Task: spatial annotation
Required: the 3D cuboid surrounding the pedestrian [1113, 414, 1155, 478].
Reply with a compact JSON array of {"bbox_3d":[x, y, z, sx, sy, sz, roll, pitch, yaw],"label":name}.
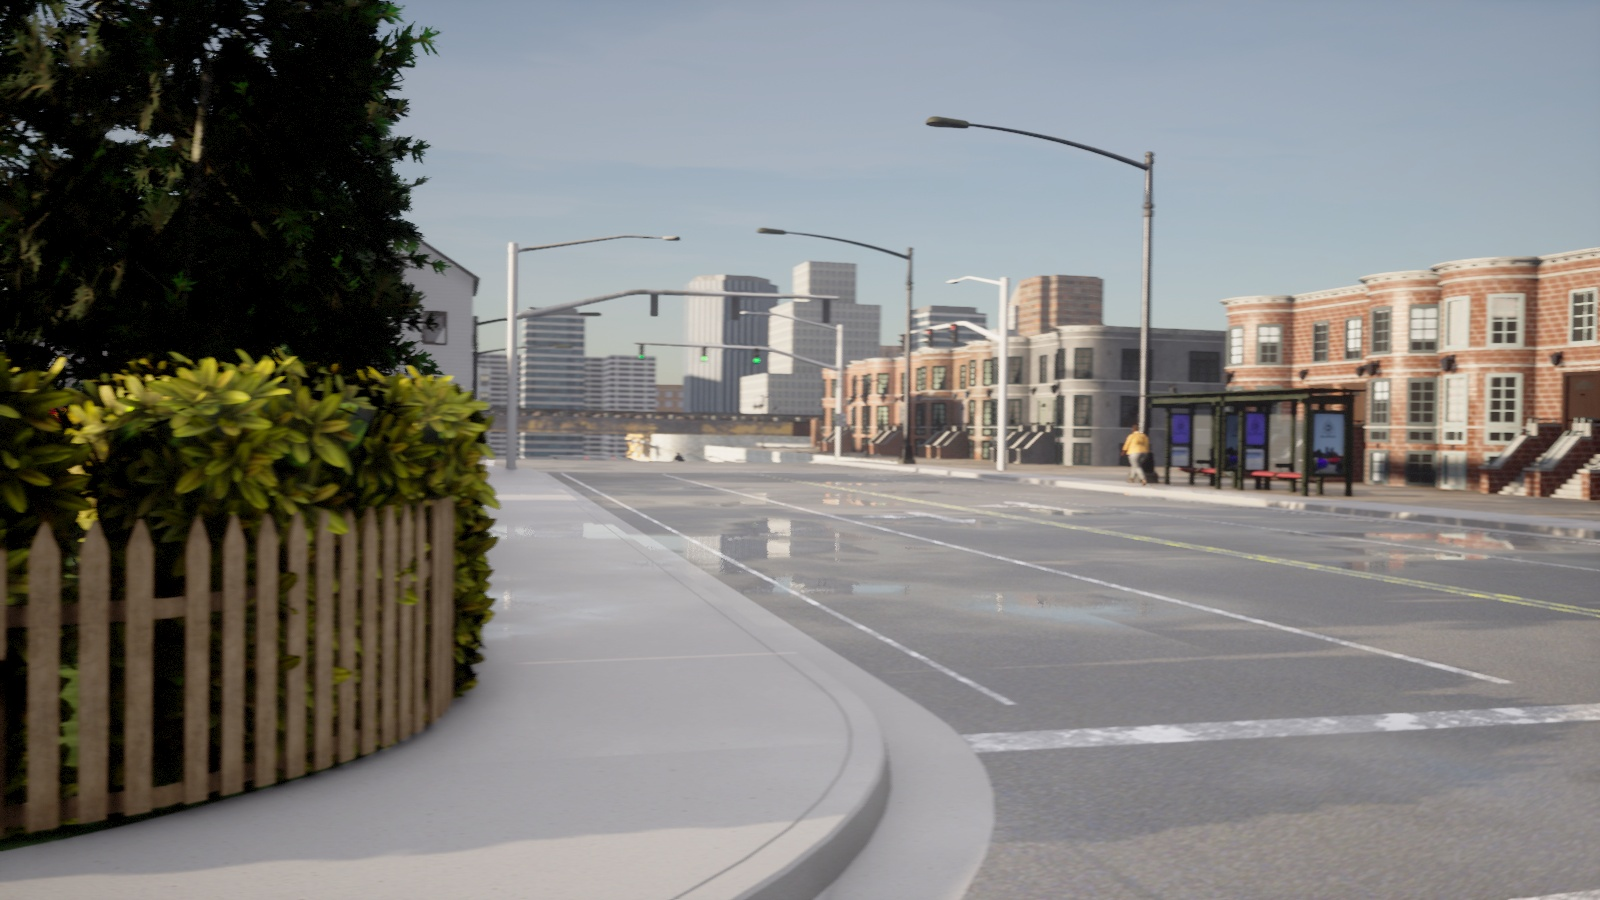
[{"bbox_3d":[9.843,-0.125,37.030,0.874,1.855,0.900,-1,1,-16],"label":"pedestrian"}]
